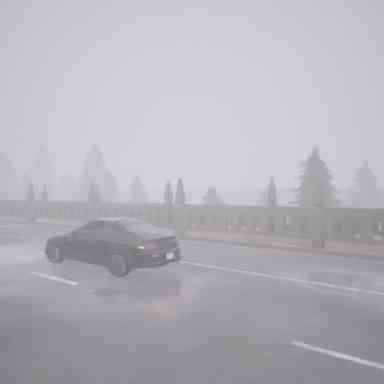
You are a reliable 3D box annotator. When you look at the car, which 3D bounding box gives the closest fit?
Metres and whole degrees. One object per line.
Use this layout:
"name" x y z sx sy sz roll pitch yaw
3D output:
"car" -2.461 1.493 10.025 4.674 1.442 1.812 0 0 35
